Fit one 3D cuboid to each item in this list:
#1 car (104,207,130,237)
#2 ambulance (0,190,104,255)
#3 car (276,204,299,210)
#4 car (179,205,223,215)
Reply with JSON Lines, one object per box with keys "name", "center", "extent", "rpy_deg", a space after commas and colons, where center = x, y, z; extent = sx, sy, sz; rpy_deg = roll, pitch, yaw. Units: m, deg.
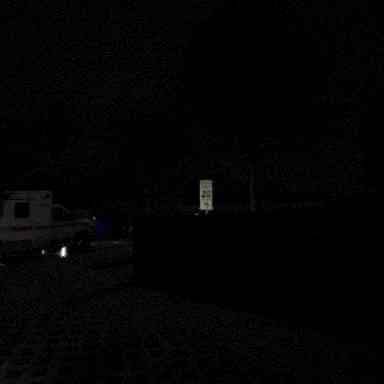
{"name": "car", "center": [-5.573, 1.655, 18.063], "extent": [2.097, 1.767, 4.553], "rpy_deg": [-1, -2, 35]}
{"name": "ambulance", "center": [-6.508, 1.189, 11.745], "extent": [2.351, 2.431, 6.366], "rpy_deg": [-1, -2, 35]}
{"name": "car", "center": [12.464, 2.287, 43.222], "extent": [1.837, 1.490, 4.892], "rpy_deg": [-1, -2, 38]}
{"name": "car", "center": [0.741, 1.831, 27.091], "extent": [2.097, 1.767, 4.553], "rpy_deg": [-1, -2, 35]}
